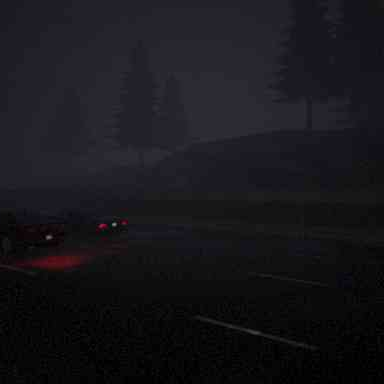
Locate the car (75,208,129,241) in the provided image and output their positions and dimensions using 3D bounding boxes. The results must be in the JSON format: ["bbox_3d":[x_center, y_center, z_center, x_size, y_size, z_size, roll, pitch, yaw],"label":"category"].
[{"bbox_3d":[-5.544,1.509,16.465,5.357,1.411,2.033,0,0,36],"label":"car"}]

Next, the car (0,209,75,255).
[{"bbox_3d":[-7.100,1.441,13.274,5.008,1.535,1.882,1,0,36],"label":"car"}]
